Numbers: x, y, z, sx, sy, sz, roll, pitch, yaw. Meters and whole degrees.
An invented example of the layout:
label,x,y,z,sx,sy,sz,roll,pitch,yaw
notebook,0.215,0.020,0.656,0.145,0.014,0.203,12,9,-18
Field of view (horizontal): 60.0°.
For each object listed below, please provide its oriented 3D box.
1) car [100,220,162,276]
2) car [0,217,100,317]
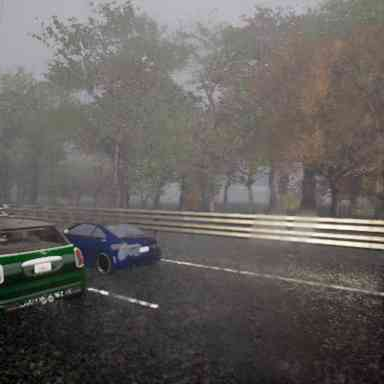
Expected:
label,x,y,z,sx,sy,sz,roll,pitch,yaw
car,-2.954,1.563,10.400,4.181,1.385,1.994,0,0,35
car,-4.355,1.351,7.098,4.553,1.767,2.097,0,0,36
